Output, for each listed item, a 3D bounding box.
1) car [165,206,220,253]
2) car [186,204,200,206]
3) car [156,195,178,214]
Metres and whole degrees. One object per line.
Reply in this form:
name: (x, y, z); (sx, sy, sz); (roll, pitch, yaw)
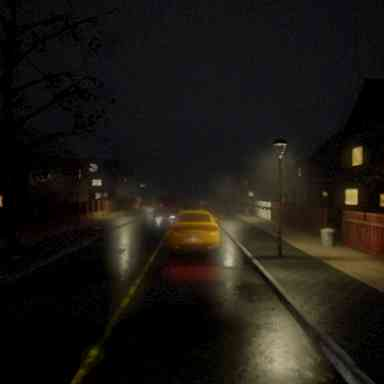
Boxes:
car: (0.075, 1.517, 13.885); (1.882, 1.535, 5.008); (0, -1, 0)
car: (0.083, 1.670, 28.526); (1.994, 1.385, 4.181); (0, 0, 0)
car: (-2.788, 1.390, 37.758); (2.150, 2.045, 5.566); (0, -1, 0)
